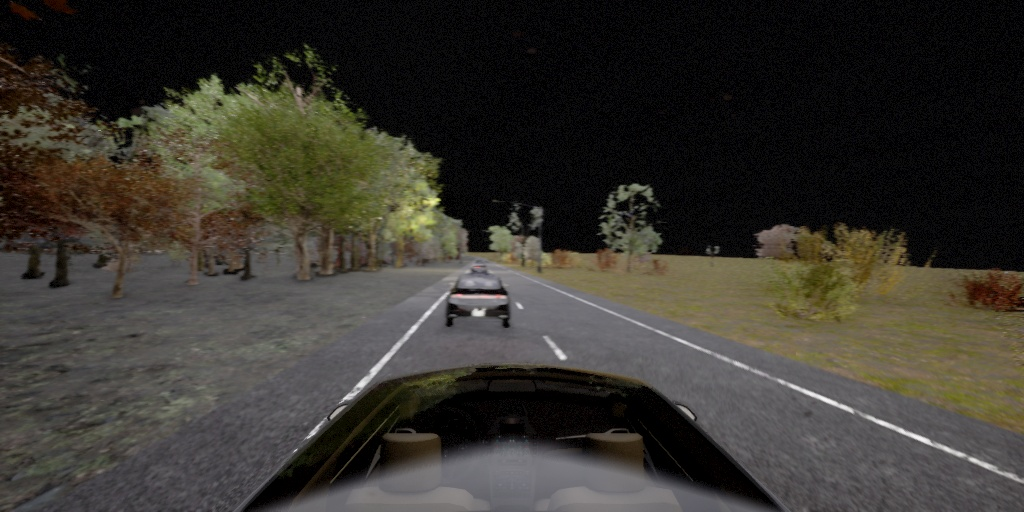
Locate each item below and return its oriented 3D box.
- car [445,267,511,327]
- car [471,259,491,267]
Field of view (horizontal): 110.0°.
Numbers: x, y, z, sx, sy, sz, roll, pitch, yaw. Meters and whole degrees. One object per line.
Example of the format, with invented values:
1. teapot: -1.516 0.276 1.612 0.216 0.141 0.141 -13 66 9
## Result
1. car: -1.090 1.303 11.765 2.128 1.511 4.902 2 -1 -5
2. car: -3.817 1.489 41.645 2.128 1.511 4.902 2 -1 -5
